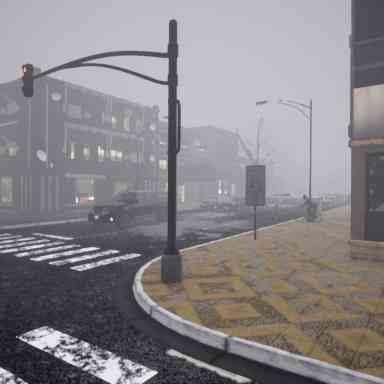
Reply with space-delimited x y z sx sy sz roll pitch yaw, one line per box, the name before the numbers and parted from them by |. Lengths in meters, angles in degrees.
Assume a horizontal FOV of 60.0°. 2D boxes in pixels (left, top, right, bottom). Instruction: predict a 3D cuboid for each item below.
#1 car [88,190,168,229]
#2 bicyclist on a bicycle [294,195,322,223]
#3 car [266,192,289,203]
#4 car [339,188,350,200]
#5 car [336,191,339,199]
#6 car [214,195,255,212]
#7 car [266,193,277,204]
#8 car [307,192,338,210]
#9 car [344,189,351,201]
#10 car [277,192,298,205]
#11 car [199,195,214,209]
car | -3.530 0.939 20.014 2.150 2.045 5.566 1 1 35
bicyclist on a bicycle | 6.797 1.003 19.582 1.656 1.620 0.582 0 1 35
car | 12.126 0.767 47.226 1.802 1.307 4.206 2 2 35
car | 24.237 0.572 54.535 2.033 1.411 5.357 1 1 36
car | 18.555 0.788 46.299 1.895 1.301 4.718 1 1 35
car | 4.300 1.094 31.330 1.895 1.301 4.718 1 1 35
car | 8.886 0.821 42.604 1.887 1.381 4.507 2 2 35
car | 12.673 0.993 33.051 2.008 1.369 4.403 2 2 35
car | 25.436 0.619 51.669 1.887 1.381 4.507 2 2 35
car | 12.069 0.797 42.482 1.812 1.442 4.674 1 1 35
car | 2.411 1.011 33.359 2.008 1.369 4.403 2 2 35
